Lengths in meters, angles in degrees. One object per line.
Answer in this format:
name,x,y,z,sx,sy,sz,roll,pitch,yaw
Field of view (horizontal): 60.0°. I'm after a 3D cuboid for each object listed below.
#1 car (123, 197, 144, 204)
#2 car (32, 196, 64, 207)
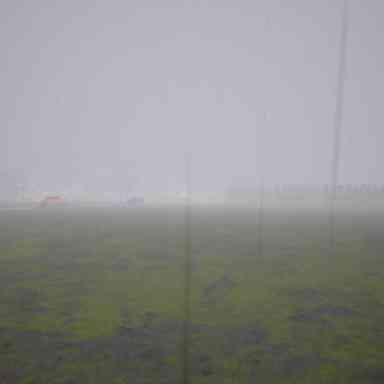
car,-11.912,1.708,67.793,2.128,1.511,4.902,0,0,35
car,-22.777,1.448,52.609,2.097,1.767,4.553,0,0,35
